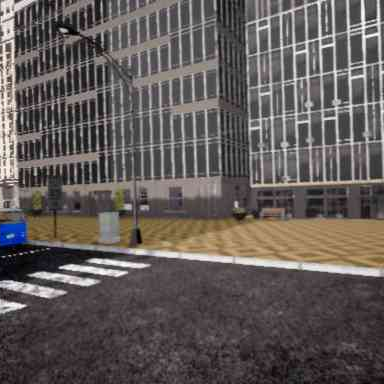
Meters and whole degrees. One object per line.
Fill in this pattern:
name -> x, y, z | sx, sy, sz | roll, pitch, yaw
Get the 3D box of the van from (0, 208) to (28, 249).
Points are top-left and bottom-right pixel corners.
van -> -8.852, 1.576, 14.270 | 3.998, 1.788, 1.690 | -2, 0, 31
